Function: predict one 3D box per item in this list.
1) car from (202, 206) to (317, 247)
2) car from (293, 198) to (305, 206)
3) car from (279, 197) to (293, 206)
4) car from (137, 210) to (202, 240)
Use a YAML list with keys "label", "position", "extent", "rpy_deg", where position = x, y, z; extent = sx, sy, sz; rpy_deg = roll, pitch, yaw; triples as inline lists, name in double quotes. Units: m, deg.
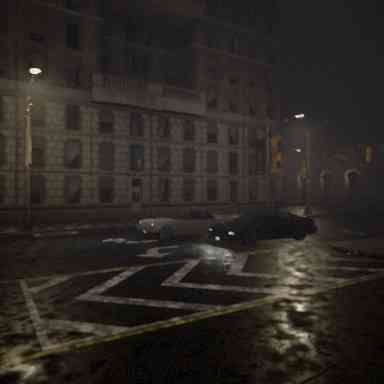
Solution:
- label: "car"
  position: [3.357, 1.549, 15.255]
  extent: [5.357, 1.411, 2.033]
  rpy_deg: [0, 0, -31]
- label: "car"
  position: [15.468, 1.533, 52.292]
  extent: [1.812, 1.442, 4.674]
  rpy_deg: [0, 1, -31]
- label: "car"
  position: [12.315, 1.552, 50.731]
  extent: [2.033, 1.411, 5.357]
  rpy_deg: [0, 0, -31]
- label: "car"
  position: [-0.360, 1.602, 17.112]
  extent: [4.718, 1.301, 1.895]
  rpy_deg: [0, 0, -31]
